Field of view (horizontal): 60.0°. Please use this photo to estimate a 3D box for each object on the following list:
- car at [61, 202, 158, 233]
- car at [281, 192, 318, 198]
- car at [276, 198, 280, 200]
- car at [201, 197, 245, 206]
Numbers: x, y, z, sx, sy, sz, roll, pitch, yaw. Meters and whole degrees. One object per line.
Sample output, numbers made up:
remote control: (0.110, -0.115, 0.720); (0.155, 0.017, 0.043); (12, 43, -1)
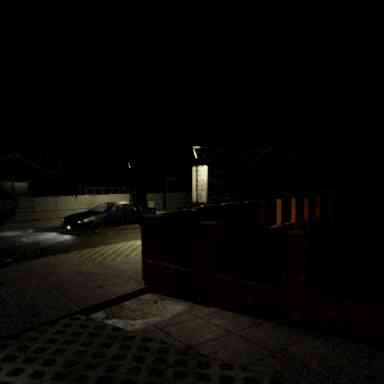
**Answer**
car: (-4.165, 1.246, 17.915); (2.033, 1.411, 5.357); (1, 2, 41)
car: (9.903, 0.882, 28.519); (4.892, 1.490, 1.837); (-2, 2, -44)
car: (10.228, 0.763, 32.833); (5.008, 1.535, 1.882); (-1, 2, -42)
car: (2.744, 1.086, 25.562); (1.895, 1.301, 4.718); (1, 2, 44)
